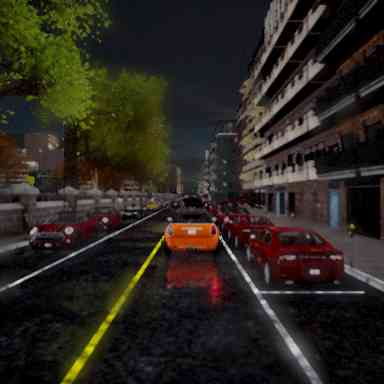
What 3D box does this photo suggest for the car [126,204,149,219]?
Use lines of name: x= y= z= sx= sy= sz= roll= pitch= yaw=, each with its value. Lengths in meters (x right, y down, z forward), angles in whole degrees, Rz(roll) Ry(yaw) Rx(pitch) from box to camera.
car: x=-5.692 y=1.862 z=32.033 sx=2.008 sy=1.369 sz=4.403 roll=0 pitch=-1 yaw=0

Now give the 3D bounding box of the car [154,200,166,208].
car: x=-5.693 y=2.124 z=60.013 sx=1.752 sy=1.417 sz=4.829 roll=0 pitch=-1 yaw=0

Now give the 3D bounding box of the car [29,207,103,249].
car: x=-5.692 y=1.586 z=15.145 sx=1.967 sy=1.590 sz=4.097 roll=0 pitch=-1 yaw=0

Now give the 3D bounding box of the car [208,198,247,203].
car: x=2.687 y=1.572 z=26.405 sx=2.192 sy=1.841 sz=5.009 roll=0 pitch=-1 yaw=0

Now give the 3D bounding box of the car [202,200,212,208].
car: x=2.687 y=2.128 z=60.355 sx=1.752 sy=1.417 sz=4.829 roll=0 pitch=-1 yaw=0

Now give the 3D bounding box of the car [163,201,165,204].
car: x=-5.692 y=2.092 z=54.553 sx=2.008 sy=1.369 sz=4.403 roll=0 pitch=-1 yaw=0

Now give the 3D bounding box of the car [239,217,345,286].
car: x=2.689 y=1.636 z=9.514 sx=1.887 sy=1.381 sz=4.507 roll=0 pitch=-1 yaw=0

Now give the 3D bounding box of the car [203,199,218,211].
car: x=2.687 y=1.923 z=48.924 sx=1.967 sy=1.590 sz=4.097 roll=0 pitch=-1 yaw=0

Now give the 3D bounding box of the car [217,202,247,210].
car: x=2.688 y=1.641 z=20.774 sx=1.967 sy=1.590 sz=4.097 roll=0 pitch=-1 yaw=0

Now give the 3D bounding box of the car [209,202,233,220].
car: x=2.688 y=1.752 z=32.035 sx=1.967 sy=1.590 sz=4.097 roll=0 pitch=-1 yaw=0

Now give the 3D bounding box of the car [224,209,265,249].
car: x=2.688 y=1.691 z=15.144 sx=1.887 sy=1.381 sz=4.507 roll=0 pitch=-1 yaw=0

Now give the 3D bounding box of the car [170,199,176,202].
car: x=-3.047 y=2.132 z=63.941 sx=2.128 sy=1.511 sz=4.902 roll=0 pitch=-1 yaw=1

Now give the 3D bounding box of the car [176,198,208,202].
car: x=0.000 y=1.499 z=29.021 sx=2.150 sy=2.045 sz=5.566 roll=0 pitch=0 yaw=0

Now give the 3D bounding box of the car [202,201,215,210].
car: x=2.688 y=2.107 z=54.553 sx=1.947 sy=1.339 sz=4.313 roll=0 pitch=-1 yaw=0

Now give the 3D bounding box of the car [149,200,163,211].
car: x=-5.692 y=2.006 z=48.753 sx=1.752 sy=1.417 sz=4.829 roll=0 pitch=-1 yaw=0

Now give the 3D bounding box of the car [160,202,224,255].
car: x=0.001 y=1.486 z=14.079 sx=2.097 sy=1.767 sz=4.553 roll=0 pitch=-1 yaw=0

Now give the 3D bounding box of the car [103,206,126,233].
car: x=-5.692 y=1.641 z=20.773 sx=1.967 sy=1.590 sz=4.097 roll=0 pitch=-1 yaw=0
